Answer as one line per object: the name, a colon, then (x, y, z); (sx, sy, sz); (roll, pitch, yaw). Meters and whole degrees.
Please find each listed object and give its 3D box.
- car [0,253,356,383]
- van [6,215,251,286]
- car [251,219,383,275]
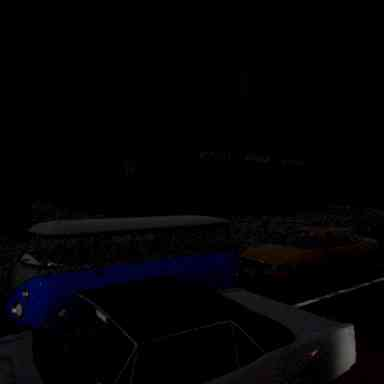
car: (-0.660, 1.601, 2.907); (4.718, 1.301, 1.895); (0, 0, -35)
van: (-1.042, 1.341, 5.903); (3.998, 1.788, 1.690); (0, 0, -35)
car: (3.253, 1.525, 8.953); (4.829, 1.417, 1.752); (0, 0, -35)
